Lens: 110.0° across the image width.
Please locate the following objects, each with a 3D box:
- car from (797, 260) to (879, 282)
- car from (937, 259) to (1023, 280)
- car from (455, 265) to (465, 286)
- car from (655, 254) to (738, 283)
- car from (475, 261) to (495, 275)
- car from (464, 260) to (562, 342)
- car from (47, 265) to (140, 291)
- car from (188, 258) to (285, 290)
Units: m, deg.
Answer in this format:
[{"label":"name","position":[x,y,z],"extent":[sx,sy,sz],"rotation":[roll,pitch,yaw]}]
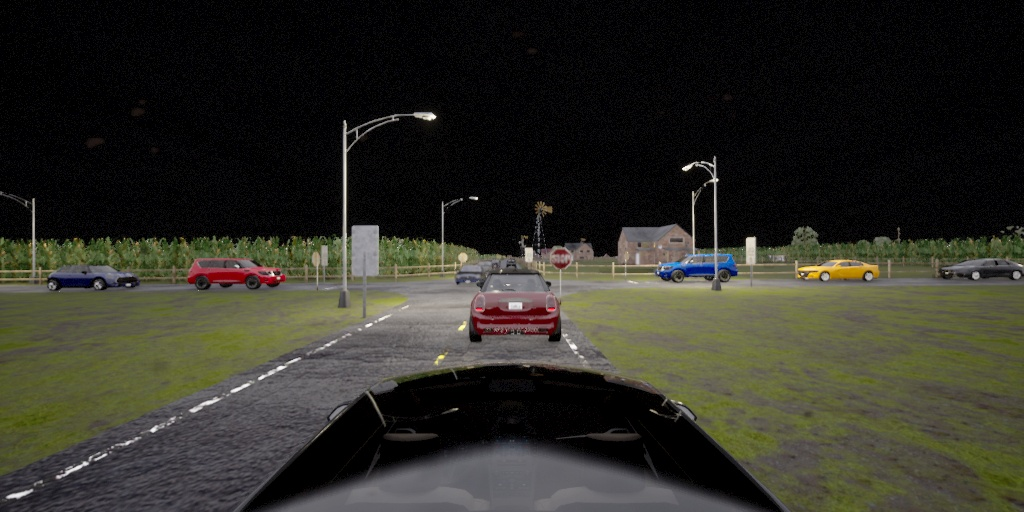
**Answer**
[{"label":"car","position":[23.870,1.047,26.355],"extent":[5.008,1.535,1.882],"rotation":[-1,0,1]},{"label":"car","position":[34.232,0.981,26.209],"extent":[4.892,1.490,1.837],"rotation":[-1,0,0]},{"label":"car","position":[-2.934,1.339,26.425],"extent":[2.033,1.411,5.357],"rotation":[0,0,0]},{"label":"car","position":[13.563,0.883,26.497],"extent":[5.566,2.045,2.150],"rotation":[-1,0,0]},{"label":"car","position":[-2.977,1.328,40.647],"extent":[1.837,1.490,4.892],"rotation":[0,0,0]},{"label":"car","position":[0.057,1.114,9.958],"extent":[2.097,1.767,4.553],"rotation":[0,0,-1]},{"label":"car","position":[-28.006,1.376,24.117],"extent":[4.553,1.767,2.097],"rotation":[-1,0,1]},{"label":"car","position":[-18.352,1.157,23.985],"extent":[5.566,2.045,2.150],"rotation":[-1,0,1]}]
